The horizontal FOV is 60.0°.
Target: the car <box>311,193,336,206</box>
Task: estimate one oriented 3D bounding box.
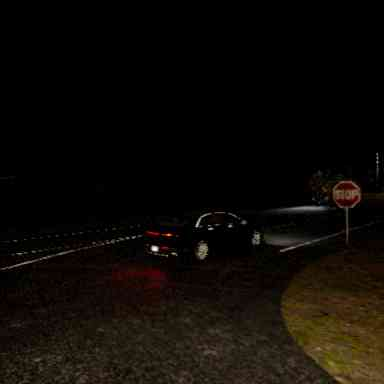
[{"bbox_3d":[14.850,0.776,36.337,1.895,1.301,4.718,0,1,44],"label":"car"}]

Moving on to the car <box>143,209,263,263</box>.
[{"bbox_3d":[0.591,1.344,11.432,1.837,1.490,4.892,0,1,44],"label":"car"}]
